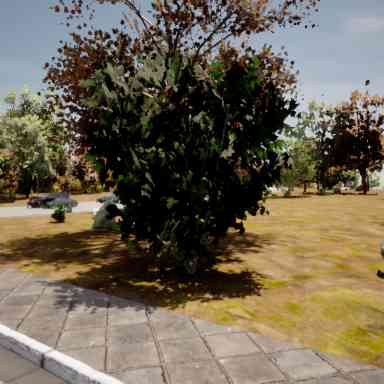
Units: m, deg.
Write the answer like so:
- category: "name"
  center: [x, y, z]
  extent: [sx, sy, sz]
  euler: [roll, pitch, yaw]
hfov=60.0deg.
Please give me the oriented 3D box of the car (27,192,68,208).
- category: "car"
  center: [-19.565, 1.060, 45.758]
  extent: [2.150, 2.045, 5.566]
  euler: [0, 2, 39]

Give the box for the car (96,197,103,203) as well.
- category: "car"
  center: [-12.858, 0.971, 54.024]
  extent: [2.033, 1.411, 5.357]
  euler: [0, 3, 39]

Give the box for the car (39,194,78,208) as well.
- category: "car"
  center: [-17.022, 1.400, 43.329]
  extent: [1.994, 1.385, 4.181]
  euler: [0, 2, 39]
